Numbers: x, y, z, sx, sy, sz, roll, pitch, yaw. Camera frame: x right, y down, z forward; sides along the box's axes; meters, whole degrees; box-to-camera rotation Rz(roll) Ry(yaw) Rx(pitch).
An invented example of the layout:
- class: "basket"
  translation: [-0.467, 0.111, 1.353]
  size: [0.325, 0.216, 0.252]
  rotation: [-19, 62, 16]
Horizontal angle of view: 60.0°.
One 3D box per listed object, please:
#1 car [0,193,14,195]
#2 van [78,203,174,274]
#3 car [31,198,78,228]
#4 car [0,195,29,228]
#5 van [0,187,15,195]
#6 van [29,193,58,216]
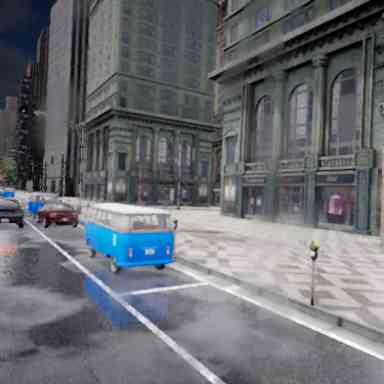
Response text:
- class: "car"
  translation: [-15.857, 0.992, 26.984]
  size: [1.994, 1.385, 4.181]
  rotation: [3, 0, -32]
- class: "van"
  translation: [-2.071, 1.289, 10.235]
  size: [1.690, 1.788, 3.998]
  rotation: [3, 0, -32]
- class: "car"
  translation: [-7.951, 1.278, 19.592]
  size: [1.887, 1.381, 4.507]
  rotation: [3, 0, -32]
- class: "car"
  translation: [-10.515, 1.126, 18.561]
  size: [1.837, 1.490, 4.892]
  rotation: [3, 0, -32]
- class: "van"
  translation: [-31.077, 0.251, 56.434]
  size: [1.690, 1.788, 3.998]
  rotation: [3, 0, -32]
- class: "van"
  translation: [-10.877, 0.968, 24.273]
  size: [1.690, 1.788, 3.998]
  rotation: [3, 0, -32]
